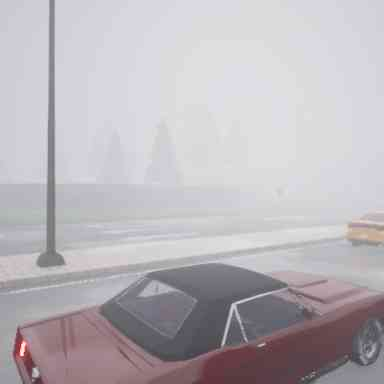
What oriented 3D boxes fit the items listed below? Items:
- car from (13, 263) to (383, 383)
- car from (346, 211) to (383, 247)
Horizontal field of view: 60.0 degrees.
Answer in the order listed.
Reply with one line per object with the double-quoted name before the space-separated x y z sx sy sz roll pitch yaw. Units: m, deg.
"car" 0.546 1.614 4.140 4.718 1.301 1.895 0 0 -35
"car" 8.599 1.550 14.182 5.008 1.535 1.882 0 0 -36
